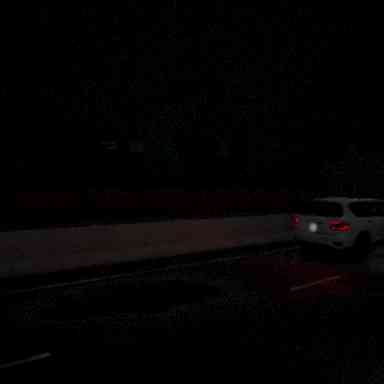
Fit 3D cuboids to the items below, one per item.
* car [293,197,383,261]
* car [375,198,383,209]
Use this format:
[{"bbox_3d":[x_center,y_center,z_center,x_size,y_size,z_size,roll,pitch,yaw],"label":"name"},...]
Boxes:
[{"bbox_3d":[6.190,1.209,12.506,5.566,2.045,2.150,0,0,-35],"label":"car"},{"bbox_3d":[26.950,1.493,44.914,5.357,1.411,2.033,0,0,-38],"label":"car"}]
